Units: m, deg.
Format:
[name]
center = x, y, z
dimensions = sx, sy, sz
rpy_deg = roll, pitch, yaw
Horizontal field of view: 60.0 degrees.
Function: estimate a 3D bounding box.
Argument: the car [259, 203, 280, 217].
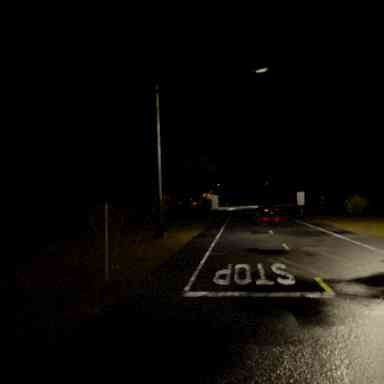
[car]
center = 10.233, 2.450, 43.536
dimensions = 1.812, 1.442, 4.674
rpy_deg = -2, -2, 8
